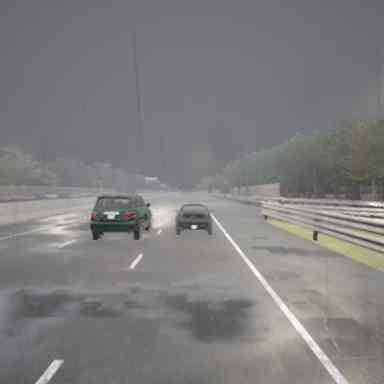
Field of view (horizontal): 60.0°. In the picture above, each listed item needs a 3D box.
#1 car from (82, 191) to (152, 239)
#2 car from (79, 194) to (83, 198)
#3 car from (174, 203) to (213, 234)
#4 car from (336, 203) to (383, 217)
[{"bbox_3d":[-3.385,1.122,16.705,2.150,2.045,5.566,0,0,0],"label":"car"},{"bbox_3d":[-28.023,1.176,86.849,1.812,1.442,4.674,0,0,0],"label":"car"},{"bbox_3d":[0.103,1.397,18.309,1.837,1.490,4.892,0,0,0],"label":"car"},{"bbox_3d":[13.111,1.517,25.064,1.812,1.442,4.674,0,0,-23],"label":"car"}]
